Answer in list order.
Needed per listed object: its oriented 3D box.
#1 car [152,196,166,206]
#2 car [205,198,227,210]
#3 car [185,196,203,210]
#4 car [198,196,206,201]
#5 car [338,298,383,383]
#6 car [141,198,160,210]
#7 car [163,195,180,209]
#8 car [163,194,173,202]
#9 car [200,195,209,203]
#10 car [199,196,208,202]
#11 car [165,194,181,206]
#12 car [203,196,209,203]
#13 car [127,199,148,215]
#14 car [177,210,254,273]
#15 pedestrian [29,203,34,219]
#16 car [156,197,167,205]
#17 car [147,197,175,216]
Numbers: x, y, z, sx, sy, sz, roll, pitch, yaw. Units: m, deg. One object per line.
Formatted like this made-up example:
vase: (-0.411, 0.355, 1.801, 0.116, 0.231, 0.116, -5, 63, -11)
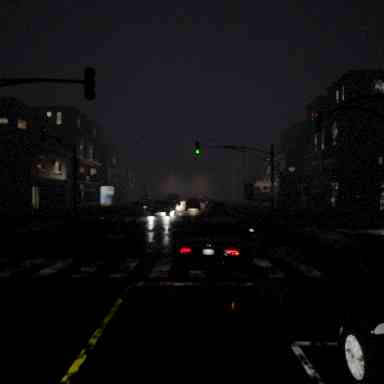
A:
car: (-5.682, 1.531, 57.036, 1.967, 1.590, 4.097, 0, 0, 0)
car: (2.696, 1.620, 34.935, 1.947, 1.339, 4.313, 0, 0, 0)
car: (0.101, 1.545, 43.038, 1.882, 1.535, 5.008, 0, 0, 0)
car: (2.699, 1.735, 90.153, 1.802, 1.307, 4.206, 0, 0, 0)
car: (2.695, 1.555, 2.545, 2.008, 1.369, 4.403, 0, 0, 0)
car: (-5.684, 1.623, 45.992, 2.008, 1.369, 4.403, 0, 0, 0)
car: (-3.063, 1.561, 44.338, 2.128, 1.511, 4.902, 0, 0, 0)
car: (-5.681, 1.446, 79.126, 2.192, 1.841, 5.009, 0, 0, 0)
car: (2.699, 1.561, 73.588, 1.967, 1.590, 4.097, 0, 0, 0)
car: (2.699, 1.682, 79.111, 2.008, 1.369, 4.403, 0, 0, 0)
car: (-2.997, 1.309, 54.994, 2.150, 2.045, 5.566, 0, 0, 0)
car: (2.697, 1.654, 45.977, 1.802, 1.307, 4.206, 0, 0, 0)
car: (-5.684, 1.636, 34.949, 1.802, 1.307, 4.206, 0, 0, 0)
car: (0.956, 1.564, 10.869, 2.033, 1.411, 5.357, 0, 0, 12)
pedestrian: (-12.550, 1.449, 26.081, 0.375, 1.300, 0.375, 0, -1, 1)
car: (-5.683, 1.625, 62.389, 1.752, 1.417, 4.829, 0, 0, 0)
car: (-3.106, 1.578, 33.986, 1.812, 1.442, 4.674, 0, 0, 1)
